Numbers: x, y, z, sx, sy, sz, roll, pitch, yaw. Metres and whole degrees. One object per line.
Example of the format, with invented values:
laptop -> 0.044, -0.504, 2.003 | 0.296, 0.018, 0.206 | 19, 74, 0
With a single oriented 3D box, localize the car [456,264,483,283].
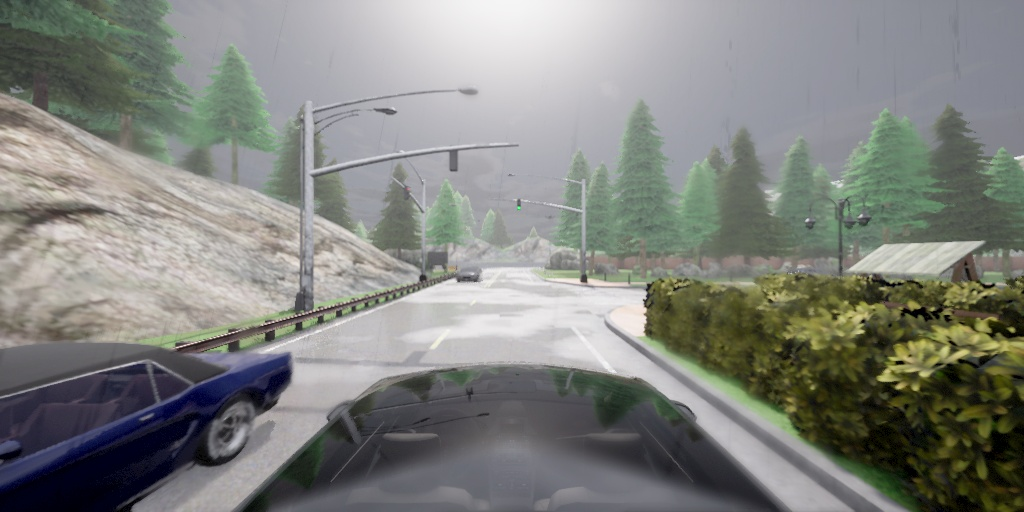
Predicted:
car -> -3.508, 1.480, 30.109 | 1.837, 1.490, 4.892 | 0, 1, 0

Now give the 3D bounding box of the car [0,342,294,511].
car -> -3.621, 1.374, 2.162 | 1.895, 1.301, 4.718 | 0, 0, 1

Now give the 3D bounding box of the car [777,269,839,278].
car -> 18.103, 1.554, 22.546 | 4.674, 1.442, 1.812 | 0, 0, 0
